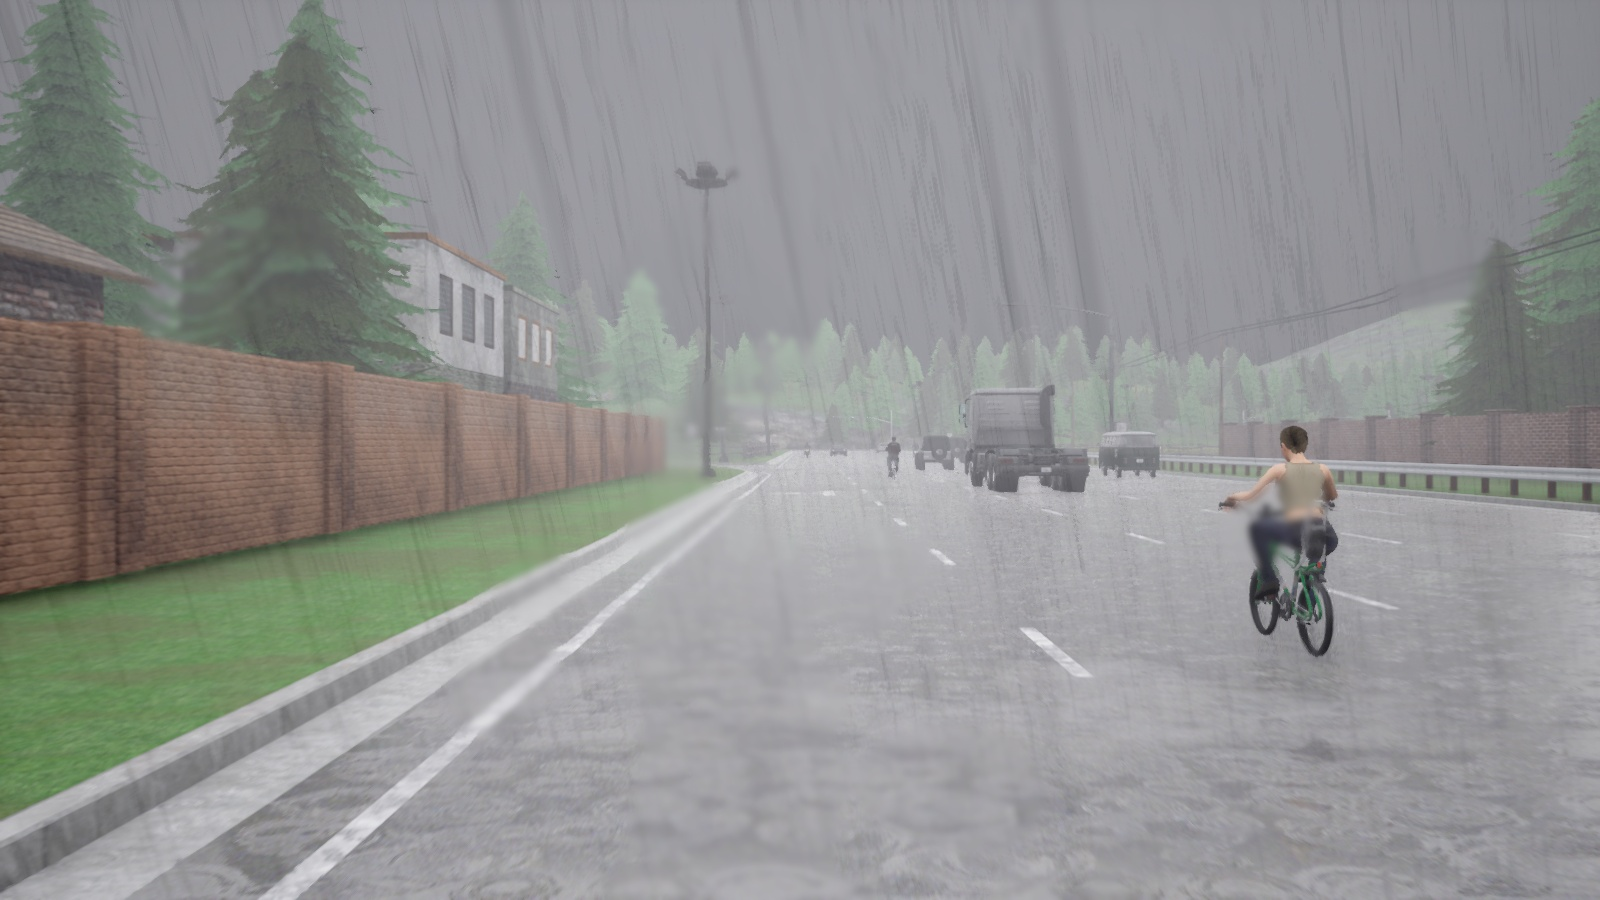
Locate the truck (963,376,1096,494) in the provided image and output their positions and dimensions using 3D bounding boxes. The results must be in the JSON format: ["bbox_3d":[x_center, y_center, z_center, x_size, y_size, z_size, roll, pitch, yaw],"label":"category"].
[{"bbox_3d":[7.248,-0.460,40.827,2.891,3.462,7.936,0,0,0],"label":"truck"}]

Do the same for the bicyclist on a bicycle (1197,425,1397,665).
[{"bbox_3d":[3.573,0.634,9.179,0.866,1.612,1.509,0,0,0],"label":"bicyclist on a bicycle"}]

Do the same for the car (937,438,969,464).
[{"bbox_3d":[11.030,0.040,90.831,1.905,1.878,3.866,0,1,0],"label":"car"}]

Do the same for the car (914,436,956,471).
[{"bbox_3d":[7.408,0.158,69.347,1.905,1.878,3.866,0,0,0],"label":"car"}]

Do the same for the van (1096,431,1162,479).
[{"bbox_3d":[14.327,0.201,54.927,1.775,1.987,4.442,0,0,0],"label":"van"}]
